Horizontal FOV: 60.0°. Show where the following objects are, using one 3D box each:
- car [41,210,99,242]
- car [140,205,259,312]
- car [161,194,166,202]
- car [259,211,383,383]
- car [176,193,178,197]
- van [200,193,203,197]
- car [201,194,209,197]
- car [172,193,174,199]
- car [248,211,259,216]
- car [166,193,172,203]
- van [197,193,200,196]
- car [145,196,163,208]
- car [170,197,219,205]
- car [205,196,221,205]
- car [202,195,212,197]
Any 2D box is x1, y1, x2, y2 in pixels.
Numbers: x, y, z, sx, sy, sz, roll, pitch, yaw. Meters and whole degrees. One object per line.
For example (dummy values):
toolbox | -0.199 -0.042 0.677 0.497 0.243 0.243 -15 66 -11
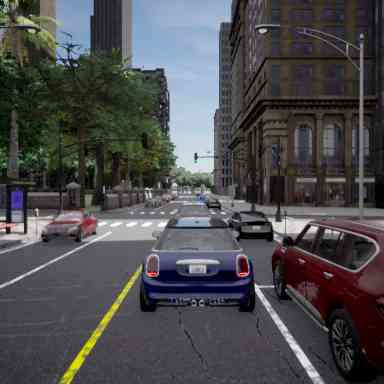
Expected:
car | -5.778 1.581 16.236 1.802 1.307 4.206 0 0 0
car | 0.097 1.352 7.872 2.097 1.767 4.553 0 0 0
car | -5.804 1.423 53.515 1.967 1.590 4.097 0 0 0
car | 2.754 1.315 5.374 2.192 1.841 5.009 0 0 0
car | -5.830 1.255 91.458 2.192 1.841 5.009 0 0 0
van | 2.718 1.320 58.922 1.690 1.788 3.998 0 0 0
car | 2.722 1.508 53.672 1.752 1.417 4.829 0 0 0
car | -5.819 1.277 75.197 2.192 1.841 5.009 0 0 0
car | 2.748 1.565 16.225 1.947 1.339 4.313 0 0 0
car | -5.815 1.408 69.777 1.967 1.590 4.097 0 0 0
van | 2.703 1.296 80.604 1.690 1.788 3.998 0 0 0
car | -5.800 1.537 48.095 2.008 1.369 4.403 0 0 0
car | 0.088 1.350 17.971 2.097 1.767 4.553 0 0 0
car | 2.730 1.555 42.661 1.947 1.339 4.313 0 0 0
car | 2.726 1.552 48.082 1.947 1.339 4.313 0 0 0
